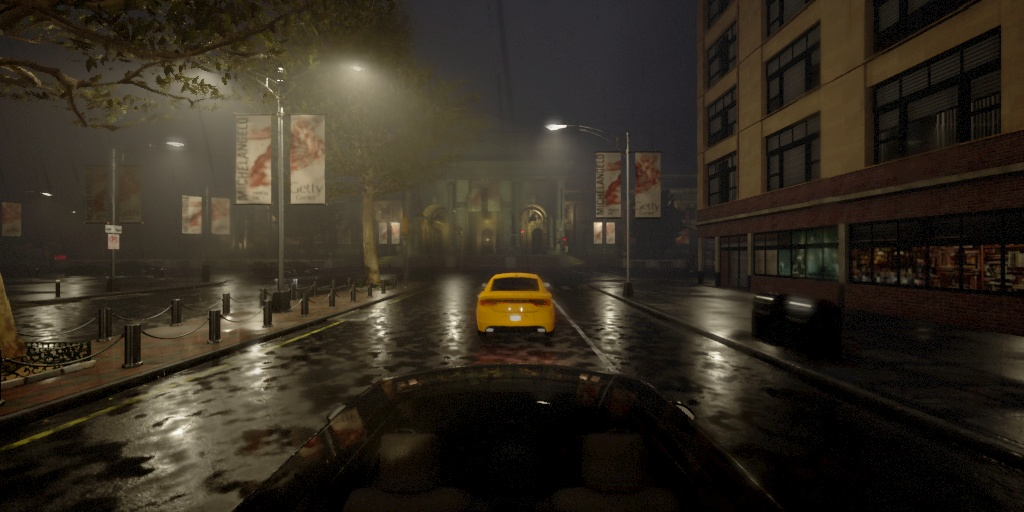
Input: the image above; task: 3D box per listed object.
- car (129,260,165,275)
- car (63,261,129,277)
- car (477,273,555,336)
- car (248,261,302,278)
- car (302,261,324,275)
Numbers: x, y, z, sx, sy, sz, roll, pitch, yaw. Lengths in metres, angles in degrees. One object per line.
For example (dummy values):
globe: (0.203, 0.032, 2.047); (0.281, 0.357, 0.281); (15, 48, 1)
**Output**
car: (-40.173, 1.227, 38.409); (5.008, 1.535, 1.882); (0, 0, 0)
car: (-40.672, 1.314, 34.901); (4.181, 1.385, 1.994); (0, 0, 0)
car: (0.122, 1.228, 10.431); (1.882, 1.535, 5.008); (0, 0, 1)
car: (-22.266, 1.253, 33.235); (4.892, 1.490, 1.837); (0, -2, 22)
car: (-22.695, 1.255, 38.218); (4.892, 1.490, 1.837); (0, 0, 1)
